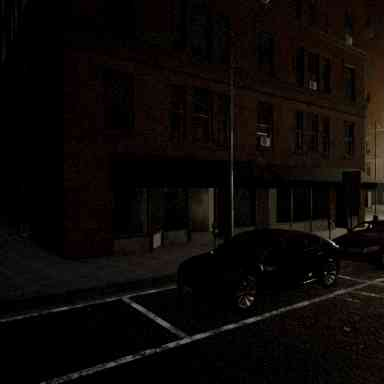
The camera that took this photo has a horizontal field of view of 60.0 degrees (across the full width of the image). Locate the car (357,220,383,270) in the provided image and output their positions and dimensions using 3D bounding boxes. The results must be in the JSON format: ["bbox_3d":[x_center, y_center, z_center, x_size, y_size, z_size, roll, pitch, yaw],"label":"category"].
[{"bbox_3d":[6.189,1.582,10.912,4.206,1.307,1.802,0,0,-35],"label":"car"}]

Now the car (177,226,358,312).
[{"bbox_3d":[1.701,1.566,7.730,4.313,1.339,1.947,0,0,-35],"label":"car"}]
